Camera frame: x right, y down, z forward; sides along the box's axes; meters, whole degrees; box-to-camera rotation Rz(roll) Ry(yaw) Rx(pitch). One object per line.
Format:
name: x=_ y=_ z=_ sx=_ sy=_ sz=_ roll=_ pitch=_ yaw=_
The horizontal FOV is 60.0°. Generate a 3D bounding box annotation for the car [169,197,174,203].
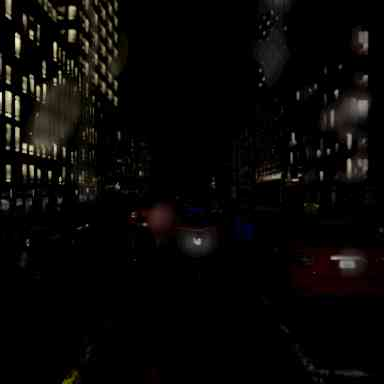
car: x=-5.116 y=1.807 z=64.949 sx=1.752 sy=1.417 sz=4.829 roll=0 pitch=0 yaw=1

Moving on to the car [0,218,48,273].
car: x=-5.637 y=1.574 z=8.286 sx=2.008 sy=1.369 sz=4.403 roll=0 pitch=0 yaw=1

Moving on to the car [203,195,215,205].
car: x=3.264 y=1.620 z=65.044 sx=2.192 sy=1.841 sz=5.009 roll=0 pitch=0 yaw=1

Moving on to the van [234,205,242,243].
van: x=2.794 y=1.413 z=13.893 sx=1.690 sy=1.788 sz=3.998 roll=0 pitch=0 yaw=1

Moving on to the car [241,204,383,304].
car: x=2.742 y=1.361 z=8.209 sx=2.192 sy=1.841 sz=5.009 roll=0 pitch=0 yaw=1

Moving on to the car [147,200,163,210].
car: x=-5.271 y=1.787 z=48.068 sx=1.802 sy=1.307 sz=4.206 roll=0 pitch=0 yaw=1

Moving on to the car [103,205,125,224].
car: x=-5.480 y=1.653 z=25.336 sx=2.008 sy=1.369 sz=4.403 roll=0 pitch=0 yaw=1

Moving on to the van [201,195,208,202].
van: x=3.525 y=1.771 z=93.459 sx=1.690 sy=1.788 sz=3.998 roll=0 pitch=0 yaw=1

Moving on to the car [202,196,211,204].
car: x=3.370 y=1.796 z=76.409 sx=1.967 sy=1.590 sz=4.097 roll=0 pitch=0 yaw=1

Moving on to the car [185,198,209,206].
car: x=0.378 y=1.624 z=31.617 sx=1.882 sy=1.535 sz=5.008 roll=0 pitch=0 yaw=1

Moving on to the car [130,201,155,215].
car: x=-5.375 y=1.704 z=36.702 sx=2.008 sy=1.369 sz=4.403 roll=0 pitch=0 yaw=1

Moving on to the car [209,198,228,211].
car: x=3.005 y=1.727 z=36.625 sx=2.008 sy=1.369 sz=4.403 roll=0 pitch=0 yaw=1

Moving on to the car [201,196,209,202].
car: x=3.474 y=1.845 z=87.776 sx=1.967 sy=1.590 sz=4.097 roll=0 pitch=0 yaw=1

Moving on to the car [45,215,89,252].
car: x=-5.584 y=1.632 z=13.969 sx=1.802 sy=1.307 sz=4.206 roll=0 pitch=0 yaw=1

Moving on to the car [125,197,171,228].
car: x=-2.889 y=1.450 z=22.835 sx=2.097 sy=1.767 sz=4.553 roll=0 pitch=0 yaw=1

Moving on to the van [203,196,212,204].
van: x=3.317 y=1.671 z=70.726 sx=1.690 sy=1.788 sz=3.998 roll=0 pitch=0 yaw=1

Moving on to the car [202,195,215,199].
car: x=3.212 y=1.594 z=59.360 sx=2.192 sy=1.841 sz=5.009 roll=0 pitch=0 yaw=1

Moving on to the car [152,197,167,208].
car: x=-5.219 y=1.671 z=53.752 sx=1.967 sy=1.590 sz=4.097 roll=0 pitch=0 yaw=1

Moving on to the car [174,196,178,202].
car: x=-5.010 y=1.899 z=76.486 sx=1.947 sy=1.339 sz=4.313 roll=0 pitch=0 yaw=1

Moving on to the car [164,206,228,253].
car: x=0.214 y=1.557 z=13.953 sx=2.128 sy=1.511 sz=4.902 roll=0 pitch=0 yaw=1
